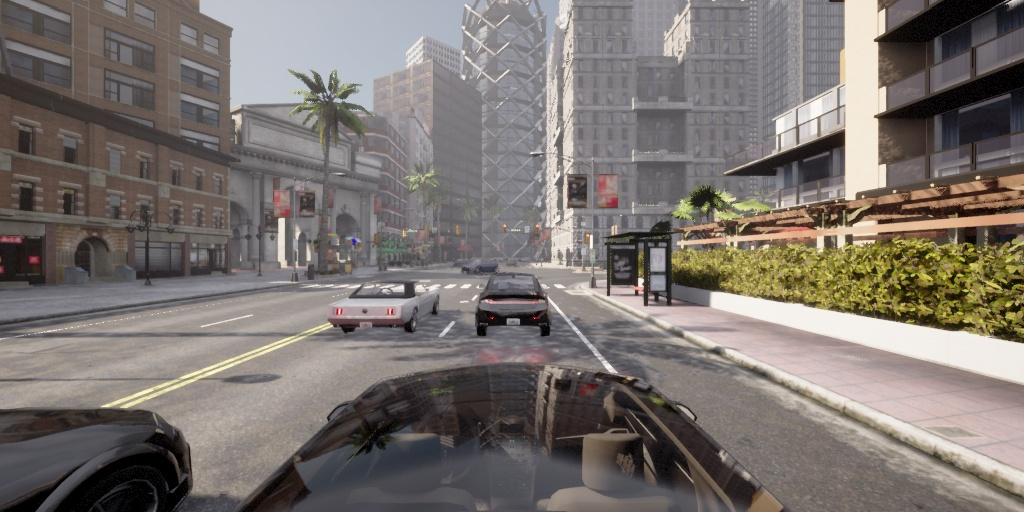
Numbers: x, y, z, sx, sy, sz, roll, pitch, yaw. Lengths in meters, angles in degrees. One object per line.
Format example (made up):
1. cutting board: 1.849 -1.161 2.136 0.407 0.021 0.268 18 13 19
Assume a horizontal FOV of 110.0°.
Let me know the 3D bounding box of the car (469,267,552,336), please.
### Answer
1. car: 0.041 1.242 10.370 2.128 1.511 4.902 0 0 0

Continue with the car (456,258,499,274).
1. car: -3.475 1.102 39.200 2.097 1.767 4.553 0 0 38

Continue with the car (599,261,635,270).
1. car: 14.582 1.254 50.032 4.892 1.490 1.837 0 0 0

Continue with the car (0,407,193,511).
1. car: -3.392 1.314 0.930 1.994 1.385 4.181 0 0 0

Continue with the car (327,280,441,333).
1. car: -3.457 1.351 10.750 1.895 1.301 4.718 0 0 0
